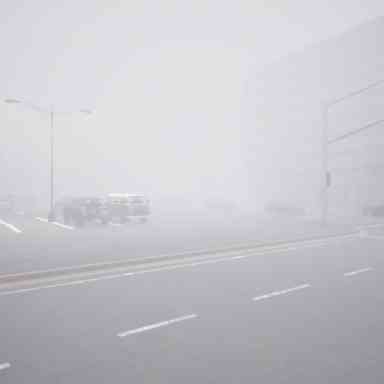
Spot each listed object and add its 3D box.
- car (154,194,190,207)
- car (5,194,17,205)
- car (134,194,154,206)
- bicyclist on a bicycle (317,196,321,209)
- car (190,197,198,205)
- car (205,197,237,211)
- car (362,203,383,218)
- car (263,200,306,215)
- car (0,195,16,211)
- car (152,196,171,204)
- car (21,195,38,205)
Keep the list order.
[{"bbox_3d":[-3.146,1.274,51.779,2.150,2.045,5.566,0,0,-35],"label":"car"},{"bbox_3d":[-29.569,1.212,53.797,1.905,1.878,3.866,0,0,-35],"label":"car"},{"bbox_3d":[-9.224,1.581,66.502,1.812,1.442,4.674,0,0,-35],"label":"car"},{"bbox_3d":[16.620,1.356,42.913,1.656,1.620,0.582,0,0,-35],"label":"bicyclist on a bicycle"},{"bbox_3d":[-0.972,1.603,61.035,2.033,1.411,5.357,0,0,-35],"label":"car"},{"bbox_3d":[3.650,1.407,42.202,2.097,1.767,4.553,0,0,-35],"label":"car"},{"bbox_3d":[17.563,1.528,29.024,1.882,1.535,5.008,0,0,-35],"label":"car"},{"bbox_3d":[9.406,1.581,34.141,1.812,1.442,4.674,0,0,-36],"label":"car"},{"bbox_3d":[-21.703,1.451,37.968,1.970,1.475,3.806,0,0,-35],"label":"car"},{"bbox_3d":[-6.372,1.619,68.531,1.994,1.385,4.181,0,0,-35],"label":"car"},{"bbox_3d":[-27.173,1.209,55.422,1.932,1.855,4.605,0,0,-35],"label":"car"}]
